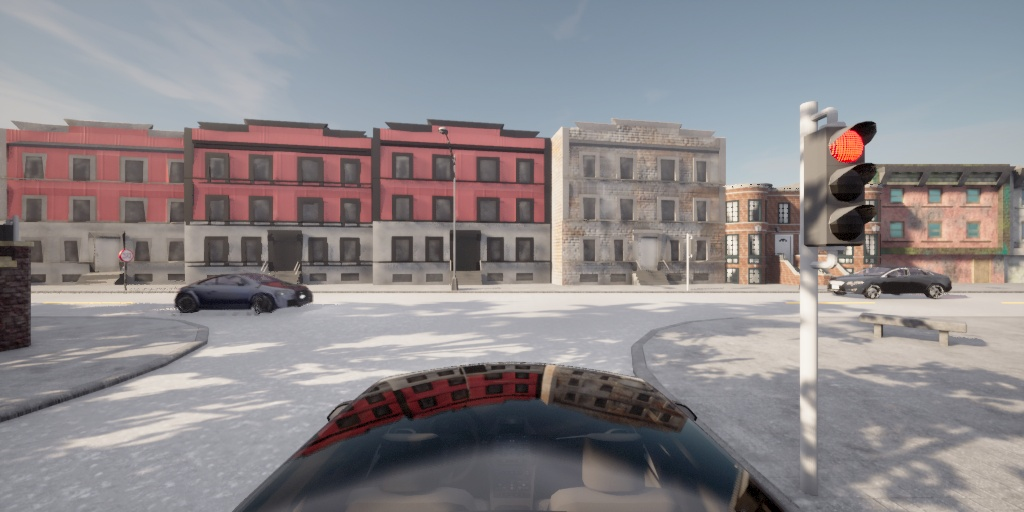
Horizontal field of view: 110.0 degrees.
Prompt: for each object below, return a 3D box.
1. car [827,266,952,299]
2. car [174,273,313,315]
[{"bbox_3d":[18.123,1.242,17.366,4.902,1.511,2.128,0,0,0],"label":"car"},{"bbox_3d":[-9.692,1.314,13.149,4.181,1.385,1.994,0,0,0],"label":"car"}]
